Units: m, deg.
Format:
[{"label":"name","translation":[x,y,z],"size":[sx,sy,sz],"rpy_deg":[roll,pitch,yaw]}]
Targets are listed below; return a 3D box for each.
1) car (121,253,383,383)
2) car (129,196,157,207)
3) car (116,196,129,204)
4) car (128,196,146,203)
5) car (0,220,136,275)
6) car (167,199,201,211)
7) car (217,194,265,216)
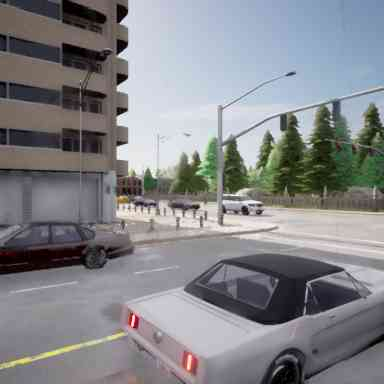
[{"label":"car","translation":[1.516,1.601,4.858],"size":[4.718,1.301,1.895],"rpy_deg":[0,0,-35]},{"label":"car","translation":[-7.253,1.602,51.245],"size":[2.033,1.411,5.357],"rpy_deg":[0,0,-36]},{"label":"car","translation":[-14.180,1.532,67.183],"size":[1.882,1.535,5.008],"rpy_deg":[0,0,-36]},{"label":"car","translation":[-11.564,1.580,69.531],"size":[1.812,1.442,4.674],"rpy_deg":[0,0,-36]},{"label":"car","translation":[-4.345,1.547,9.487],"size":[5.357,1.411,2.033],"rpy_deg":[0,0,-35]},{"label":"car","translation":[-1.127,1.602,42.683],"size":[2.033,1.411,5.357],"rpy_deg":[0,0,-36]},{"label":"car","translation":[4.933,1.277,34.252],"size":[2.150,2.045,5.566],"rpy_deg":[0,0,-36]}]
